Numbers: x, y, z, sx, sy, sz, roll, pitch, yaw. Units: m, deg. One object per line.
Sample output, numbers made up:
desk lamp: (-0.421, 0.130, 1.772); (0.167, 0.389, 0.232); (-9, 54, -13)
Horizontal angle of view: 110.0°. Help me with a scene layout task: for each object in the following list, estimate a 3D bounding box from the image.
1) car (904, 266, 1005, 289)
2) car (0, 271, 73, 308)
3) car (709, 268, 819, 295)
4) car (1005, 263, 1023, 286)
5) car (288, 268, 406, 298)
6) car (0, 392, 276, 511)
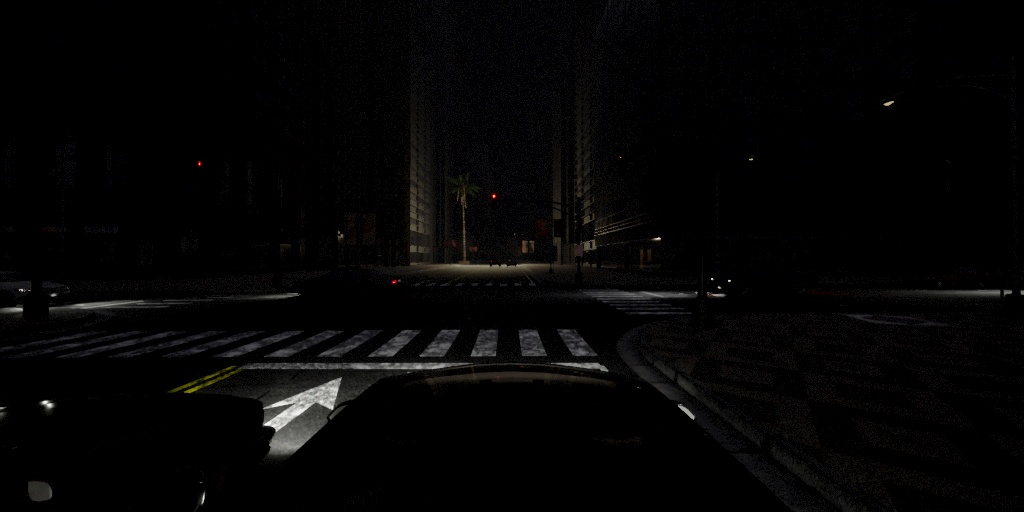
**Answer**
car: (26.421, 1.275, 21.732); (4.207, 1.307, 1.802); (0, 0, -1)
car: (-21.382, 1.354, 14.938); (4.674, 1.442, 1.812); (0, 0, 1)
car: (12.991, 1.315, 18.749); (4.718, 1.301, 1.895); (0, 0, -2)
car: (32.059, 1.117, 21.832); (4.097, 1.591, 1.967); (0, 0, -1)
car: (-8.252, 1.319, 18.262); (5.357, 1.411, 2.033); (0, 0, -1)
car: (-3.175, 1.297, 0.720); (2.033, 1.411, 5.357); (0, 0, 4)
